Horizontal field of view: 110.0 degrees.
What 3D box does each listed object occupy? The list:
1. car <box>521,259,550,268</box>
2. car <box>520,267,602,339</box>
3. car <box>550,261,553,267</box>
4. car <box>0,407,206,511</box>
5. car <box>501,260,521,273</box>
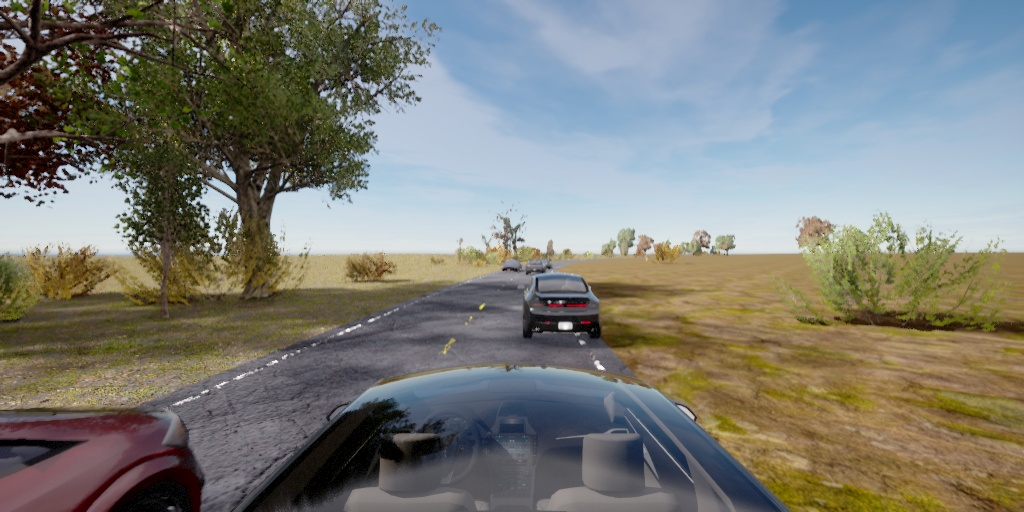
[{"bbox_3d":[2.513,1.121,36.672,2.128,1.511,4.902,0,0,8],"label":"car"},{"bbox_3d":[1.225,1.229,10.036,1.837,1.490,4.892,0,0,2],"label":"car"},{"bbox_3d":[4.507,1.140,49.910,1.994,1.385,4.181,0,0,11],"label":"car"},{"bbox_3d":[-3.053,1.317,0.637,1.994,1.385,4.181,0,0,0],"label":"car"},{"bbox_3d":[0.057,1.157,41.956,2.033,1.411,5.357,0,0,8],"label":"car"}]
